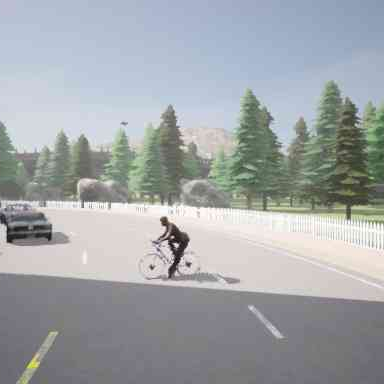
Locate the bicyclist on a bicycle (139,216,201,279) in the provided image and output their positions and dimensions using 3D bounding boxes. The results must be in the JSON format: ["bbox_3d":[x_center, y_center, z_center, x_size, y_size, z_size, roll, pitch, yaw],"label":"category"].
[{"bbox_3d":[-0.568,1.453,8.686,1.656,1.620,0.582,0,0,-14],"label":"bicyclist on a bicycle"}]

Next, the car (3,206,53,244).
[{"bbox_3d":[-7.926,1.601,16.151,1.895,1.301,4.718,0,0,-28],"label":"car"}]

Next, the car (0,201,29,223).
[{"bbox_3d":[-12.004,1.564,23.184,1.994,1.385,4.181,0,0,-39],"label":"car"}]

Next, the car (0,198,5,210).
[{"bbox_3d":[-25.981,1.478,41.374,5.008,1.535,1.882,0,0,21],"label":"car"}]
